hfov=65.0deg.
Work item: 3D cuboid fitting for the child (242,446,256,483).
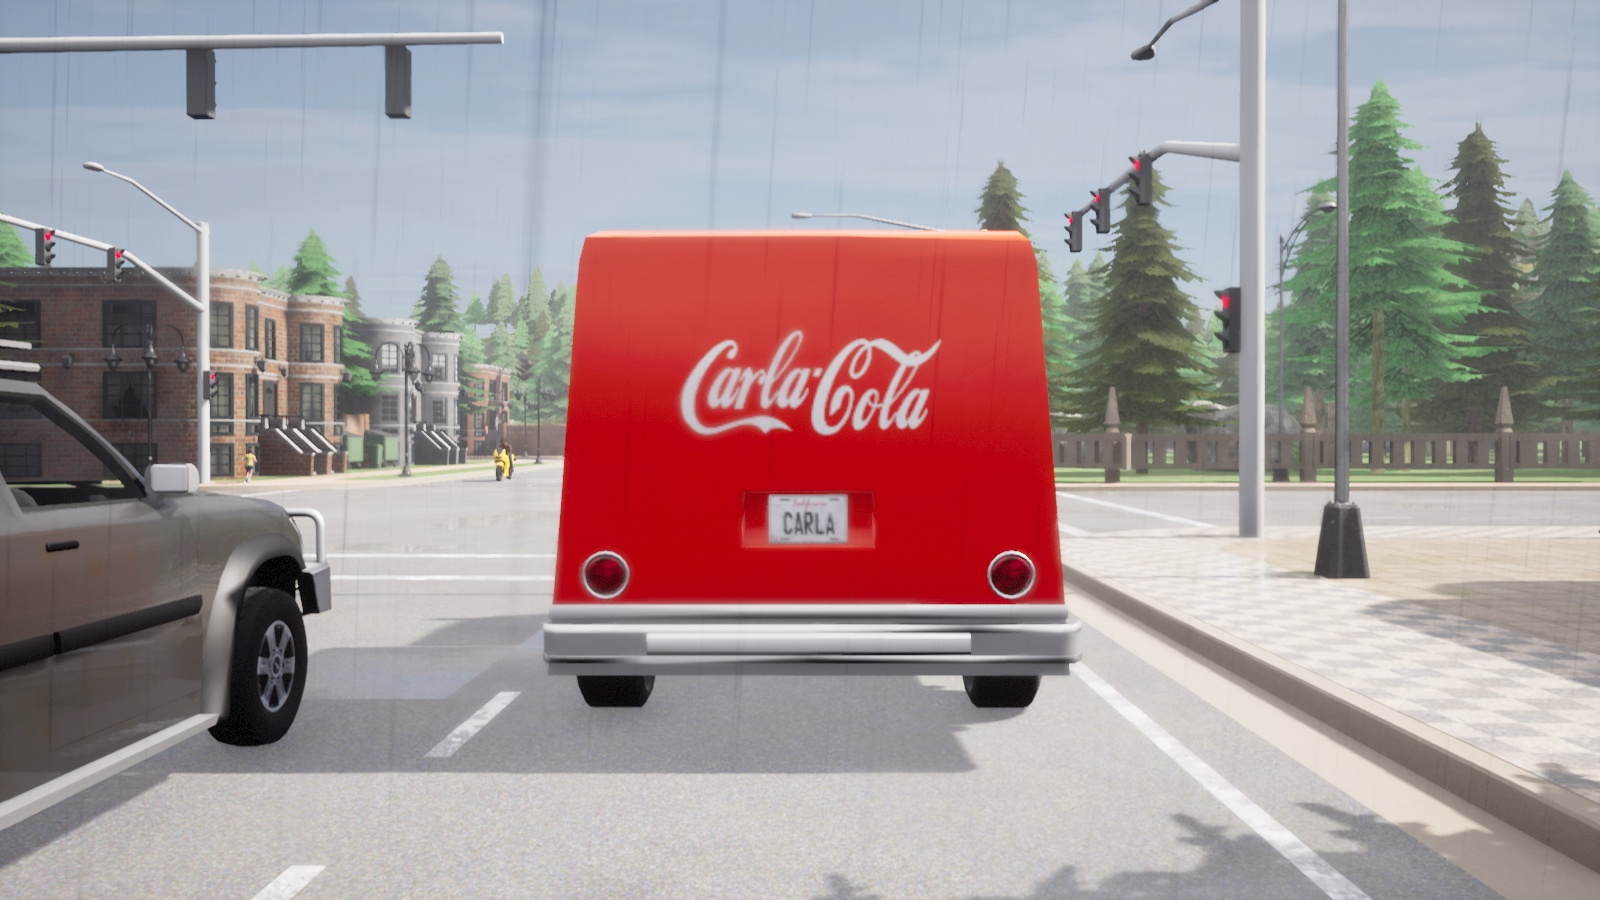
[{"bbox_3d":[-16.523,0.439,37.656,0.255,1.110,0.394,0,1,-7],"label":"child"}]

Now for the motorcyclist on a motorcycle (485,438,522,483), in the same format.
[{"bbox_3d":[-10.276,0.335,43.572,0.797,1.523,2.044,0,1,0],"label":"motorcyclist on a motorcycle"}]

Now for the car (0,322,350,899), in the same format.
[{"bbox_3d":[-3.464,0.519,4.623,1.932,1.855,4.605,0,1,0],"label":"car"}]

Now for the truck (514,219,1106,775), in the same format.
[{"bbox_3d":[0.054,0.187,8.183,2.627,2.467,5.204,0,1,0],"label":"truck"}]
